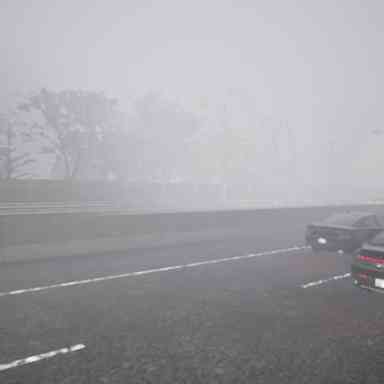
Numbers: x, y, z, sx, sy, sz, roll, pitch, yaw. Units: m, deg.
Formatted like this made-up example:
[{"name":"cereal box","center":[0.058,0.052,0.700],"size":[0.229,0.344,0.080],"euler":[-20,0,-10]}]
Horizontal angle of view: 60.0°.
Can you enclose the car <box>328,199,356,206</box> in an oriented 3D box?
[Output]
[{"name":"car","center":[19.820,1.634,44.015],"size":[4.181,1.385,1.994],"euler":[0,0,-35]}]

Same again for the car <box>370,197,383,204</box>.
[{"name":"car","center":[22.692,1.553,37.468],"size":[4.902,1.511,2.128],"euler":[0,0,-35]}]

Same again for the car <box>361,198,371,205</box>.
[{"name":"car","center":[23.463,1.421,42.300],"size":[4.553,1.767,2.097],"euler":[0,0,-35]}]

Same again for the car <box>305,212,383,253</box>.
[{"name":"car","center":[6.395,1.496,12.644],"size":[5.008,1.535,1.882],"euler":[0,0,-36]}]

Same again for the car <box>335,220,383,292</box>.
[{"name":"car","center":[5.644,1.517,7.799],"size":[4.892,1.490,1.837],"euler":[0,0,-36]}]
